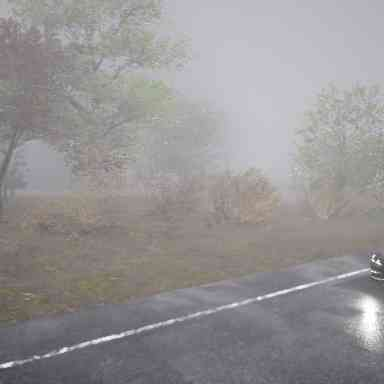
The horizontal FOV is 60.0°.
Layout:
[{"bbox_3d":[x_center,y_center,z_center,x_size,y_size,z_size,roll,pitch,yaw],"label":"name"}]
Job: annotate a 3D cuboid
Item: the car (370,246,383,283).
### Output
[{"bbox_3d":[6.462,1.504,8.519,4.892,1.490,1.837,-1,1,-35],"label":"car"}]
